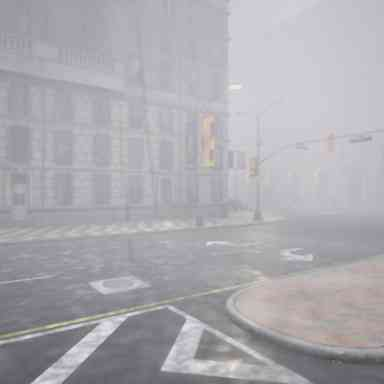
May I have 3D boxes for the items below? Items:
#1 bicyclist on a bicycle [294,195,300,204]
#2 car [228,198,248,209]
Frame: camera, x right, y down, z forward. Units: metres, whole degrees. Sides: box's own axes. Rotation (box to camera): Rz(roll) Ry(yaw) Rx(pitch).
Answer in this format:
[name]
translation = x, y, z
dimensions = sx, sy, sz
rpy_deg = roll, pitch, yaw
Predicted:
[bicyclist on a bicycle]
translation = 18.076, 1.302, 57.171
dimensions = 1.656, 1.620, 0.582
rpy_deg = 0, 0, -35
[car]
translation = 5.268, 1.492, 44.106
dimensions = 2.128, 1.511, 4.902
rpy_deg = 0, 0, -35
